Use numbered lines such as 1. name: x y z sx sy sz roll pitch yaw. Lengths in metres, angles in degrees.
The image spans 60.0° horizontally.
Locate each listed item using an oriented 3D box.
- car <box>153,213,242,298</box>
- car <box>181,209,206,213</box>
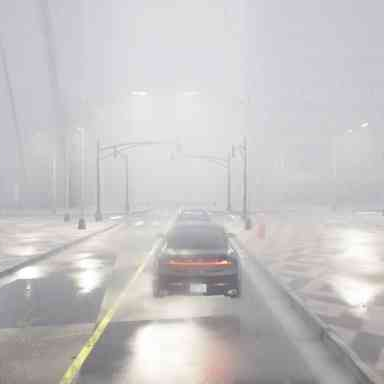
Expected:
1. car: 0.104 1.502 8.471 1.837 1.490 4.892 0 0 0
2. car: 0.068 1.557 17.375 1.994 1.385 4.181 0 0 1
